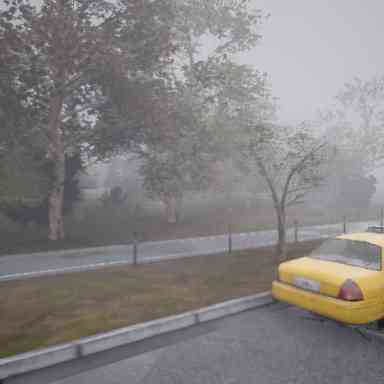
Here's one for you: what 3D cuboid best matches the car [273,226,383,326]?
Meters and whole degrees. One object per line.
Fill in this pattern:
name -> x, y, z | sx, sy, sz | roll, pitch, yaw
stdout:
car -> 4.050, 1.499, 6.934 | 5.366, 1.575, 1.946 | 0, 0, -33
